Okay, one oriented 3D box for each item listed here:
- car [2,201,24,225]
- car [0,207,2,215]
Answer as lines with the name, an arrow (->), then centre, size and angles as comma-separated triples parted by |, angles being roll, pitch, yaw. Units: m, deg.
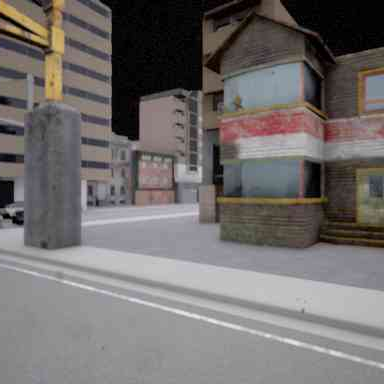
car -> -10.111, 1.411, 23.010 | 2.038, 1.542, 4.974 | 0, 0, 15
car -> -13.269, 1.246, 25.709 | 4.536, 1.218, 1.853 | 0, 0, -30
